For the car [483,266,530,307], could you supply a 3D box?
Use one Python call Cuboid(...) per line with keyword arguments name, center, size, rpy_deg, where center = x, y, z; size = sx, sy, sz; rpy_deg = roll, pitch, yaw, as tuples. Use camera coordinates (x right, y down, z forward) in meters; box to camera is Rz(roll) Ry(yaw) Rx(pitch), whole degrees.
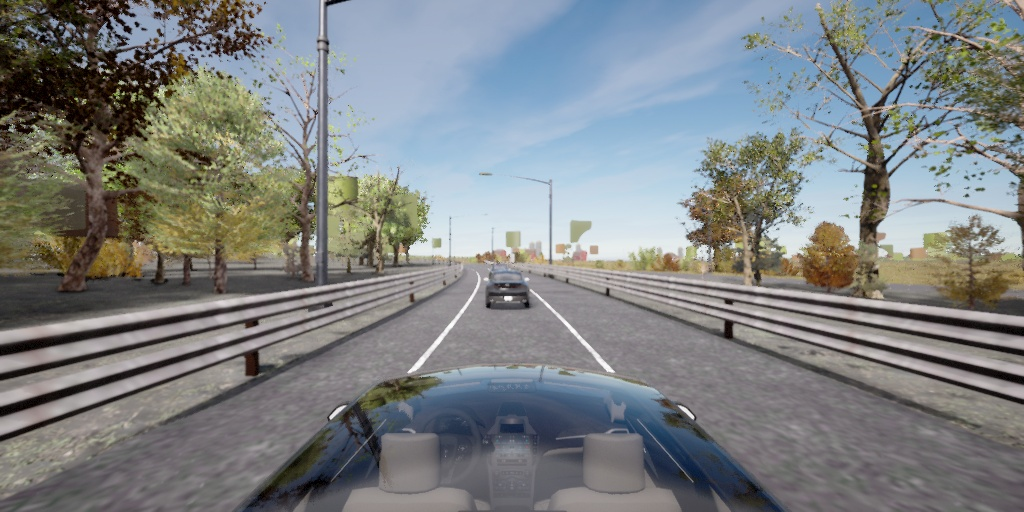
Cuboid(name="car", center=(-0.234, 1.391, 16.257), size=(1.837, 1.490, 4.892), rpy_deg=(0, 0, -2))
